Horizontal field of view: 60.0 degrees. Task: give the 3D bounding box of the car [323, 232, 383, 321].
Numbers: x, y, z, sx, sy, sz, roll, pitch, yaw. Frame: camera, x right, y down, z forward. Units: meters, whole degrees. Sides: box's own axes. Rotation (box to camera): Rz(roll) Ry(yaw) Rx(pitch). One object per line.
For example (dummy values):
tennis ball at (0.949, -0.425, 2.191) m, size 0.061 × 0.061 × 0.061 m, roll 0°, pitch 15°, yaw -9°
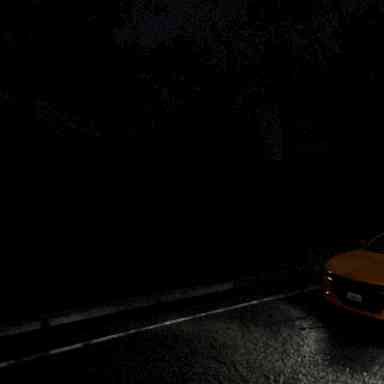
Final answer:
car at (4.777, 1.440, 6.778) m, size 5.008 × 1.535 × 1.882 m, roll 0°, pitch 0°, yaw -32°
